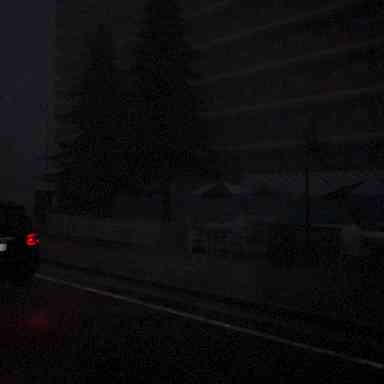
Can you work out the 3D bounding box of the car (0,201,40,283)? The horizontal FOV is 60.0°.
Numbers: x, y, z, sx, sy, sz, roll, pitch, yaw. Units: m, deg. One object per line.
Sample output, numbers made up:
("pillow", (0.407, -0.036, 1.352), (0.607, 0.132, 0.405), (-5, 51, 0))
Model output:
("car", (-6.092, 1.235, 8.575), (5.566, 2.045, 2.150), (0, 0, 38))
